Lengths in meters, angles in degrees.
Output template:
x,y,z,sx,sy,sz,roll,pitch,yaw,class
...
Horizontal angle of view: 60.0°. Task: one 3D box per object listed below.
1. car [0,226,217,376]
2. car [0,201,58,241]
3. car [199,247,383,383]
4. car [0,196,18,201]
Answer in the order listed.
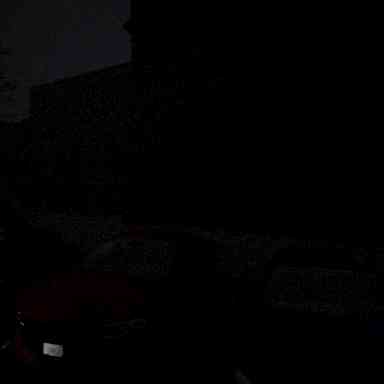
x,y,z,sx,sy,sz,roll,pitch,yaw,class
-0.827,1.457,6.001,2.097,1.535,5.008,1,0,15,car
-5.750,1.283,9.461,2.185,1.767,4.553,0,0,15,car
1.634,1.518,4.243,2.002,1.452,4.674,1,0,15,car
-8.188,1.134,11.202,2.435,2.045,5.566,1,0,15,car
